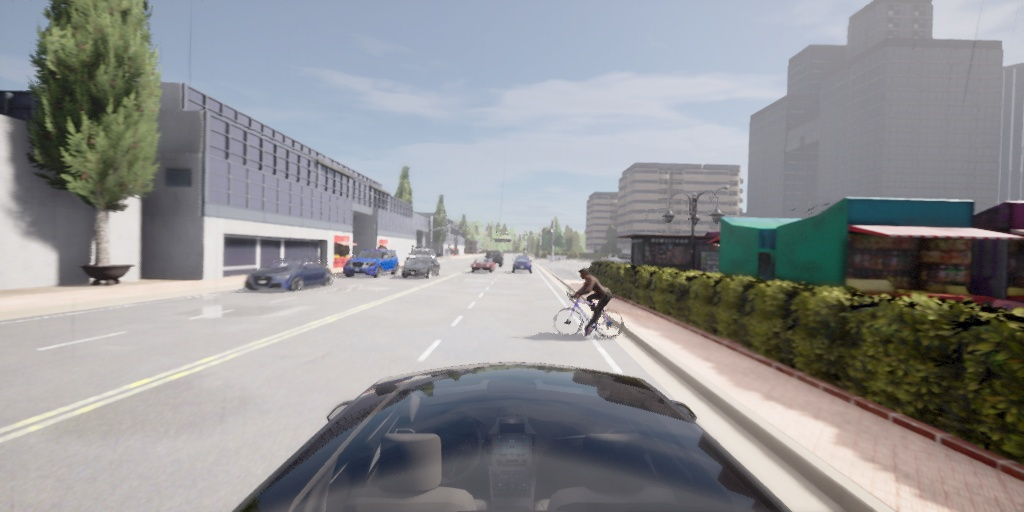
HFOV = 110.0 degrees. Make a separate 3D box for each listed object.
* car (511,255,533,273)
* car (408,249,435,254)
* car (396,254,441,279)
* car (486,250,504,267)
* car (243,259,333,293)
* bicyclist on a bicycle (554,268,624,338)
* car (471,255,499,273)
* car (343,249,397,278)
[{"bbox_3d":[1.001,0.839,35.388,1.812,1.442,4.674,1,1,2],"label":"car"},{"bbox_3d":[-9.524,0.236,37.885,2.150,2.045,5.566,1,1,2],"label":"car"},{"bbox_3d":[-6.368,0.828,25.670,1.837,1.490,4.892,1,1,2],"label":"car"},{"bbox_3d":[-2.255,0.306,46.327,2.150,2.045,5.566,1,1,2],"label":"car"},{"bbox_3d":[-10.213,0.855,16.736,1.994,1.385,4.181,1,1,2],"label":"car"},{"bbox_3d":[1.811,1.110,8.410,1.656,1.620,0.582,2,1,1],"label":"bicyclist on a bicycle"},{"bbox_3d":[-2.602,0.851,33.507,1.895,1.301,4.718,1,1,2],"label":"car"},{"bbox_3d":[-9.861,0.504,25.732,2.150,2.045,5.566,1,1,2],"label":"car"}]
